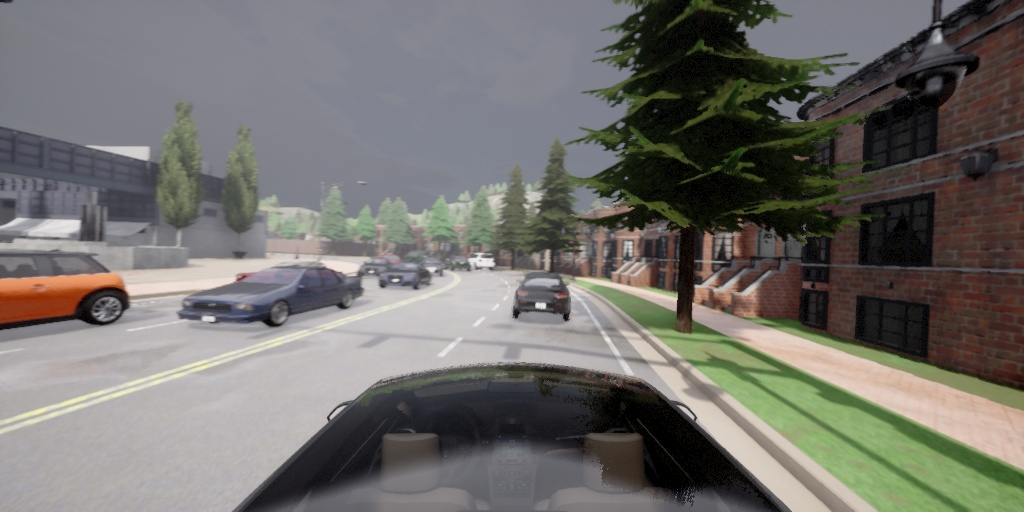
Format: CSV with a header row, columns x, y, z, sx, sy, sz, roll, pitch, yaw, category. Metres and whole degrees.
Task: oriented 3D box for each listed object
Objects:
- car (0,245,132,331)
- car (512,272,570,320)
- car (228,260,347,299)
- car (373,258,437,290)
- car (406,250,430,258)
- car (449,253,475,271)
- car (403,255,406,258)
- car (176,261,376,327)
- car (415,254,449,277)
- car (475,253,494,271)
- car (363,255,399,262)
x,y,z,sx,sy,sz,roll,pitch,yaw,category
-10.330,0.638,6.631,2.097,1.767,4.553,3,0,6,car
1.078,1.287,12.754,1.812,1.442,4.674,3,0,6,car
-9.390,0.899,15.575,1.895,1.301,4.718,2,0,5,car
-5.744,1.008,19.706,1.994,1.385,4.181,2,0,0,car
-13.797,0.215,51.942,2.150,2.045,5.566,2,0,-42,car
-6.154,0.714,39.832,2.097,1.767,4.553,2,0,-24,car
-11.877,0.606,35.223,1.882,1.535,5.008,2,0,-22,car
-6.356,0.994,10.483,2.033,1.411,5.357,3,0,6,car
-6.757,0.859,30.082,2.128,1.511,4.902,2,0,-13,car
-4.005,0.667,43.542,2.150,2.045,5.566,3,0,-26,car
-9.505,0.826,25.473,1.994,1.385,4.181,2,0,-9,car
